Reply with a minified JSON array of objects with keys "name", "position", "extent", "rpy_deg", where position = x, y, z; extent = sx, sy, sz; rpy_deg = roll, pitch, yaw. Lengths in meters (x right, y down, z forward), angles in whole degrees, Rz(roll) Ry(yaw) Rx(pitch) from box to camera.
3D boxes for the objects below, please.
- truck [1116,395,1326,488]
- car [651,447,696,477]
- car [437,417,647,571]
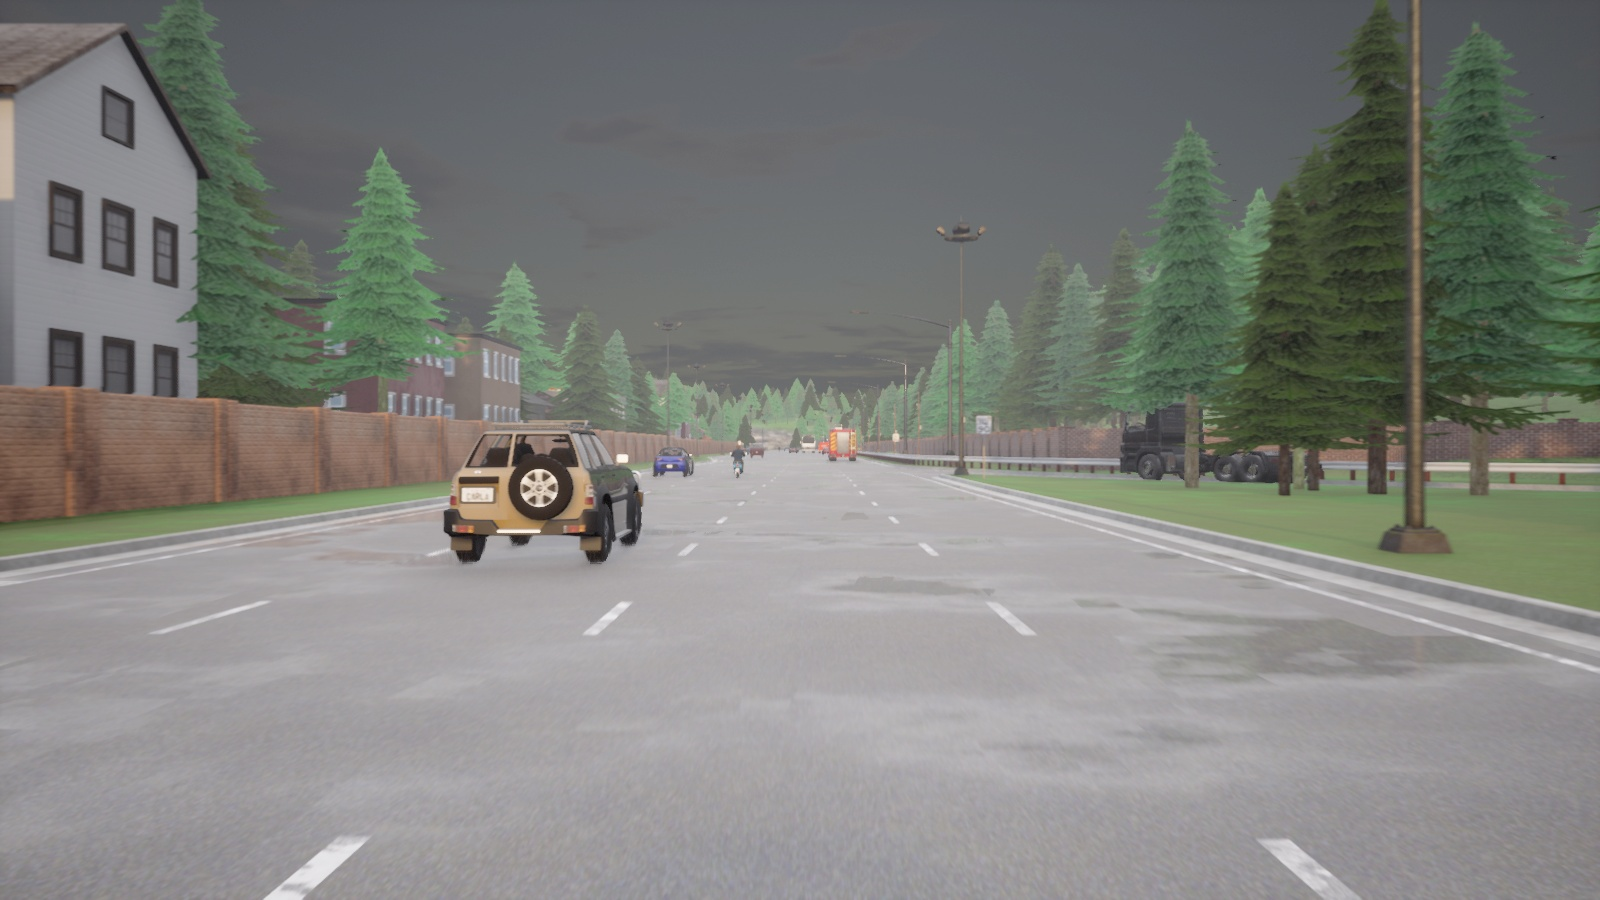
[{"name":"truck","position":[16.826,-0.342,50.796],"extent":[2.891,3.462,7.936],"rpy_deg":[0,0,-34]},{"name":"car","position":[-6.434,0.603,64.193],"extent":[1.816,1.474,4.193],"rpy_deg":[0,0,0]},{"name":"car","position":[-3.385,0.520,17.406],"extent":[1.932,1.855,4.605],"rpy_deg":[0,0,0]}]
